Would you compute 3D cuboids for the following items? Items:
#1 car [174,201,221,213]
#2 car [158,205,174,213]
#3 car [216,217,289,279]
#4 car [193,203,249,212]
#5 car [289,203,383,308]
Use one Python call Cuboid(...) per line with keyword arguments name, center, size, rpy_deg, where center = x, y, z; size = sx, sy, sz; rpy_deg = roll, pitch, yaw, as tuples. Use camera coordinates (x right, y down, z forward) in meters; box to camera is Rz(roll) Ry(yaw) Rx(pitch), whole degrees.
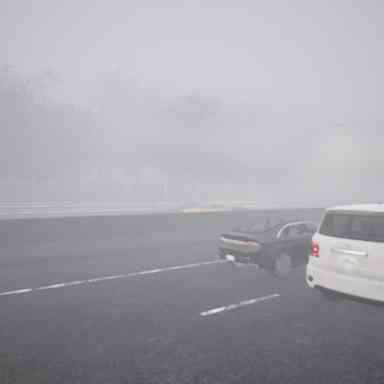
Cuboid(name="car", center=(1.396, 1.563, 26.488), size=(5.008, 1.535, 1.882), rpy_deg=(0, 0, -35))
Cuboid(name="car", center=(-0.655, 1.563, 29.323), size=(5.008, 1.535, 1.882), rpy_deg=(0, 0, -35))
Cuboid(name="car", center=(2.991, 1.533, 10.186), size=(4.902, 1.511, 2.128), rpy_deg=(0, 0, -35))
Cuboid(name="car", center=(2.693, 1.681, 23.113), size=(4.718, 1.301, 1.895), rpy_deg=(0, 0, -36))
Cuboid(name="car", center=(4.832, 1.262, 7.197), size=(5.566, 2.045, 2.150), rpy_deg=(0, 0, -35))
